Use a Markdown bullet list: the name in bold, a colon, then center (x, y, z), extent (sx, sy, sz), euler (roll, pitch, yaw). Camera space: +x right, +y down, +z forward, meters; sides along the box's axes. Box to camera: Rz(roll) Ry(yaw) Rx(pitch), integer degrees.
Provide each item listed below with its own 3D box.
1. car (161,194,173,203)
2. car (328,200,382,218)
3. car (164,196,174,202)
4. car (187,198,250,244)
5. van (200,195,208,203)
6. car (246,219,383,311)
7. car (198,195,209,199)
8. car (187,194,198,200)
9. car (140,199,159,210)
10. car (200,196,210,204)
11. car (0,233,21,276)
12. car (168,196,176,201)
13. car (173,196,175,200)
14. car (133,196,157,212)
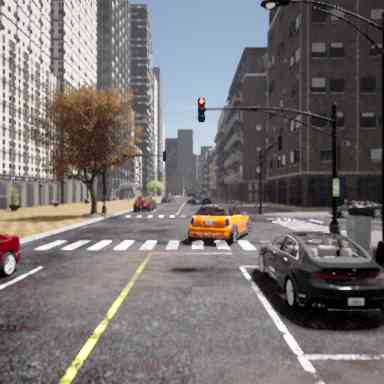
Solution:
- **car**: center (-5.789, 1.691, 73.126), extent (1.947, 1.339, 4.313), euler (0, 0, 0)
- **car**: center (13.390, 1.373, 27.031), extent (4.403, 1.369, 2.008), euler (-1, 1, -1)
- **car**: center (-5.804, 1.705, 84.171), extent (2.008, 1.369, 4.403), euler (0, 0, 0)
- **car**: center (1.509, 1.369, 16.360), extent (2.097, 1.767, 4.553), euler (0, 0, 21)
- **van**: center (2.592, 1.466, 73.137), extent (1.690, 1.788, 3.998), euler (0, 0, 0)
- **car**: center (2.679, 1.558, 7.611), extent (2.008, 1.369, 4.403), euler (0, 0, 0)
- **car**: center (2.607, 1.665, 62.090), extent (1.947, 1.339, 4.313), euler (0, 0, 0)
- **car**: center (-0.094, 1.705, 69.763), extent (1.895, 1.301, 4.718), euler (0, 0, 0)
- **car**: center (-5.752, 1.632, 45.511), extent (1.947, 1.339, 4.313), euler (0, 0, 0)
- **car**: center (2.599, 1.637, 67.783), extent (1.752, 1.417, 4.829), euler (0, 0, 0)
- **car**: center (-5.701, 1.552, 7.600), extent (1.887, 1.381, 4.507), euler (0, 0, 0)
- **car**: center (-5.818, 1.737, 95.217), extent (2.008, 1.369, 4.403), euler (0, 0, 0)
- **car**: center (-5.797, 1.454, 78.648), extent (2.192, 1.841, 5.009), euler (0, 0, 0)
- **car**: center (-5.745, 1.371, 39.988), extent (2.192, 1.841, 5.009), euler (0, 0, 0)
